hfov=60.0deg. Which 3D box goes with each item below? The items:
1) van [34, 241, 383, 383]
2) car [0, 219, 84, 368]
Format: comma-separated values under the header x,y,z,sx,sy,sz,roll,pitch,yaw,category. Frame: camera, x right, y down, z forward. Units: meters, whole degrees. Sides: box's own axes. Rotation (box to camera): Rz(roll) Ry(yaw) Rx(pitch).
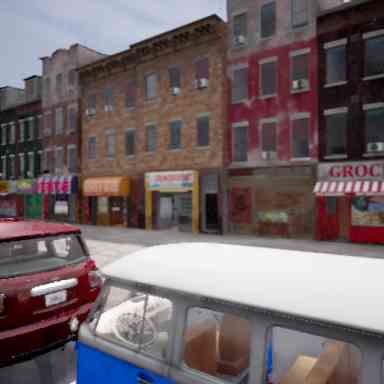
x,y,z,sx,sy,sz,roll,pitch,yaw,category
0.890,1.345,2.171,3.998,1.788,1.690,-1,0,35,van
-3.568,1.370,5.345,5.009,1.841,2.192,-1,0,35,car
